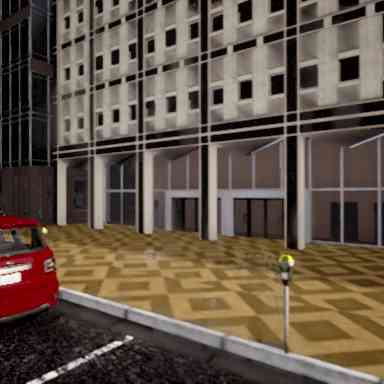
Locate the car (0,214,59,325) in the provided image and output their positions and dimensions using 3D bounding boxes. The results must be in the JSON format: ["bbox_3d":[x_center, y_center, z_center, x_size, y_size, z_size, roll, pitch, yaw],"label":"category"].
[{"bbox_3d":[-4.503,1.310,6.093,5.009,1.841,2.192,0,0,36],"label":"car"}]
